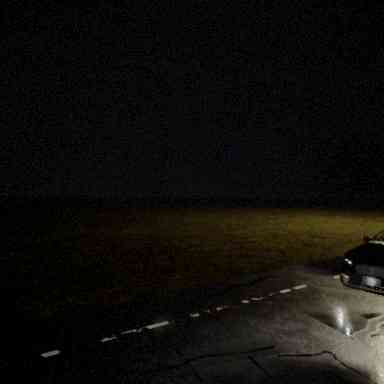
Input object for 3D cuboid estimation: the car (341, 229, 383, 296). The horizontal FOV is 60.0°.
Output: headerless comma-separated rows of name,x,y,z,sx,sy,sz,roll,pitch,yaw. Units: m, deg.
car,5.506,1.498,7.978,4.902,1.511,2.128,0,0,-36
